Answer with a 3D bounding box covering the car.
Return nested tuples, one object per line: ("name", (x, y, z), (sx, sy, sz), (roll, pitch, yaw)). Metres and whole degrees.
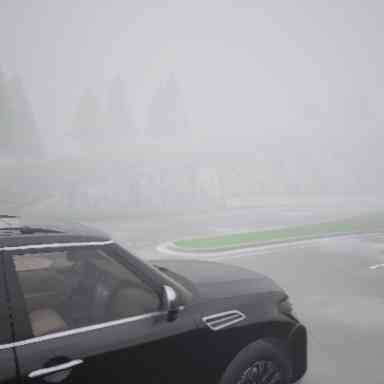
("car", (-1.466, 1.219, 2.696), (5.566, 2.045, 2.150), (0, 0, -36))
